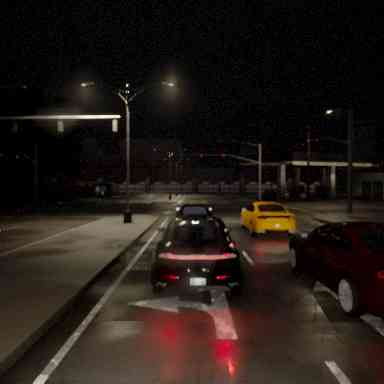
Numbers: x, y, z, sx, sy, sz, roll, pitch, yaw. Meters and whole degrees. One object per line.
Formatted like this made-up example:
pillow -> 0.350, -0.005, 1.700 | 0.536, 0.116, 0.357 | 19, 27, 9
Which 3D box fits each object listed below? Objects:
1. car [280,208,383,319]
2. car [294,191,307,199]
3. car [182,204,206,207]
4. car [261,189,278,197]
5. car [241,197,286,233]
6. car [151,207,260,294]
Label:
car -> 3.603, 1.361, 7.231 | 1.882, 1.535, 5.008 | 0, 1, 0
car -> 18.985, 0.545, 57.483 | 1.970, 1.475, 3.806 | 0, 1, 0
car -> 0.111, 1.291, 17.161 | 1.994, 1.385, 4.181 | 0, 1, -1
car -> 13.240, 0.396, 56.722 | 2.242, 1.667, 4.611 | 0, 1, 0
car -> 3.610, 1.215, 16.482 | 1.882, 1.535, 5.008 | 0, 1, 0
car -> 0.104, 1.357, 8.392 | 2.128, 1.511, 4.902 | 0, 1, 0
